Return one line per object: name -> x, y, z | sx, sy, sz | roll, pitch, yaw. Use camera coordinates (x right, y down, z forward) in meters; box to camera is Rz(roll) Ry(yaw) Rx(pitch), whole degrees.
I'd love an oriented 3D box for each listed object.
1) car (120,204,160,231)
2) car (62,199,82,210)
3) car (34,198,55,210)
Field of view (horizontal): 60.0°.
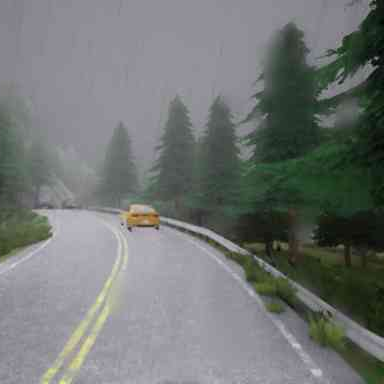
car -> -3.418, 1.534, 21.314 | 1.882, 1.535, 5.008 | 2, -1, -19
car -> -15.387, 1.585, 42.536 | 1.994, 1.385, 4.181 | 2, -3, -27
car -> -17.598, 1.392, 39.449 | 2.033, 1.411, 5.357 | 3, -3, -30
